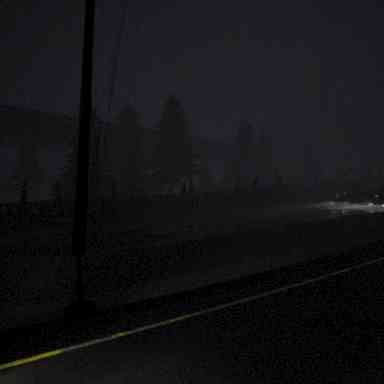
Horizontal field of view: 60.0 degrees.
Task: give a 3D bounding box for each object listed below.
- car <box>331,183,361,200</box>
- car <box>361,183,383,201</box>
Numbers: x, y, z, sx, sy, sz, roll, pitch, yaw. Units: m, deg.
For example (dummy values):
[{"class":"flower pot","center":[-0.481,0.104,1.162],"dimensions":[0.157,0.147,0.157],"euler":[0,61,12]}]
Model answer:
[{"class":"car","center":[15.461,-0.069,32.227],"dimensions":[4.902,1.511,2.128],"euler":[-5,3,-35]},{"class":"car","center":[17.489,-0.069,29.374],"dimensions":[4.902,1.511,2.128],"euler":[-5,3,-35]}]
